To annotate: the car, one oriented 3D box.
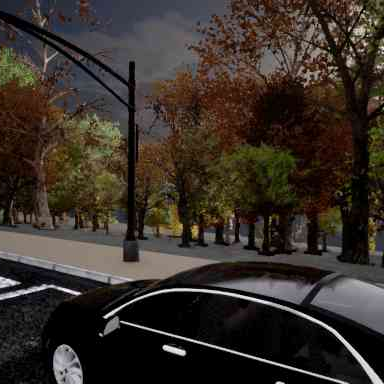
[{"bbox_3d":[0.398,1.505,3.391,4.892,1.490,1.837,0,0,36],"label":"car"}]
